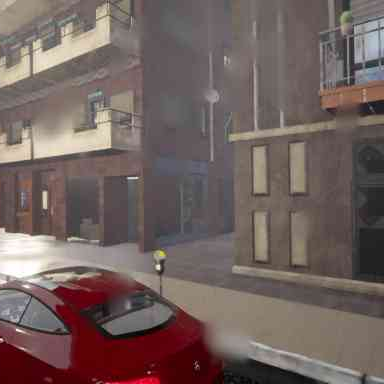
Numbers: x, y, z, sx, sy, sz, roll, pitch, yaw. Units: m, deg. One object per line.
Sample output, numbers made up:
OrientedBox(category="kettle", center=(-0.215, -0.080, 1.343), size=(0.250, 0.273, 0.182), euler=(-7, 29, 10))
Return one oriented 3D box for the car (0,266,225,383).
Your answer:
OrientedBox(category="car", center=(-1.613, 1.583, 3.999), size=(4.206, 1.307, 1.802), euler=(0, -1, 36))
